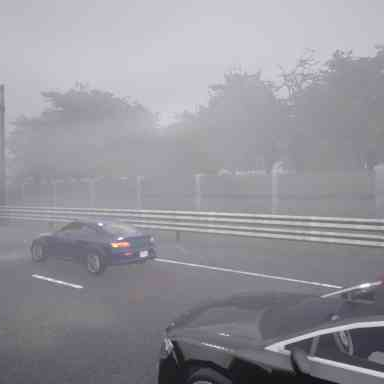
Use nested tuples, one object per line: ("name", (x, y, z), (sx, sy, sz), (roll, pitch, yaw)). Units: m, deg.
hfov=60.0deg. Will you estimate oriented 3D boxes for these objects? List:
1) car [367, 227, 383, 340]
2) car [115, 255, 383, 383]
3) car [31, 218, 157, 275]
("car", (5.315, 1.478, 4.493), (5.008, 1.535, 1.882), (0, 0, 36))
("car", (1.876, 1.492, 2.636), (4.902, 1.511, 2.128), (0, 0, 36))
("car", (-3.176, 1.538, 10.460), (4.674, 1.442, 1.812), (0, 0, 36))
